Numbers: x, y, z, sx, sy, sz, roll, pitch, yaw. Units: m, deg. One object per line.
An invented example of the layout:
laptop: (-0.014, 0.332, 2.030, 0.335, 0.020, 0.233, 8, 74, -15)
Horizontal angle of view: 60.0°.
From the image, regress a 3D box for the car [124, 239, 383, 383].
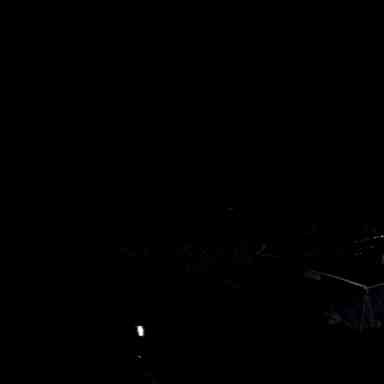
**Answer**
car: (1.615, 1.599, 4.242, 4.718, 1.301, 1.895, 0, 0, -34)

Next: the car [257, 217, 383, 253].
car: (3.507, 1.435, 8.679, 4.097, 1.590, 1.967, 0, 0, -35)
